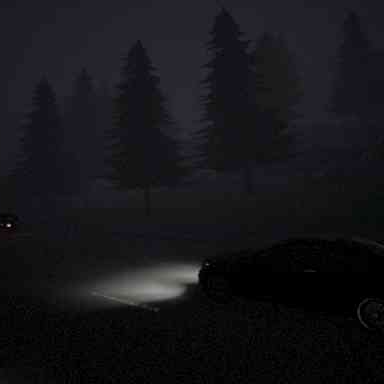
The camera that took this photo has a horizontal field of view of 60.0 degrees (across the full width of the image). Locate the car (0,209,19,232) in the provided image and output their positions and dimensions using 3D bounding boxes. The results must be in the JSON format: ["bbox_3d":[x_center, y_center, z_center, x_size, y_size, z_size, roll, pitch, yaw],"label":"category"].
[{"bbox_3d":[-13.427,1.908,22.215,4.892,1.490,1.837,-2,-1,36],"label":"car"}]

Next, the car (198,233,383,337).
[{"bbox_3d":[2.320,1.554,6.636,4.674,1.442,1.812,-1,-1,36],"label":"car"}]
